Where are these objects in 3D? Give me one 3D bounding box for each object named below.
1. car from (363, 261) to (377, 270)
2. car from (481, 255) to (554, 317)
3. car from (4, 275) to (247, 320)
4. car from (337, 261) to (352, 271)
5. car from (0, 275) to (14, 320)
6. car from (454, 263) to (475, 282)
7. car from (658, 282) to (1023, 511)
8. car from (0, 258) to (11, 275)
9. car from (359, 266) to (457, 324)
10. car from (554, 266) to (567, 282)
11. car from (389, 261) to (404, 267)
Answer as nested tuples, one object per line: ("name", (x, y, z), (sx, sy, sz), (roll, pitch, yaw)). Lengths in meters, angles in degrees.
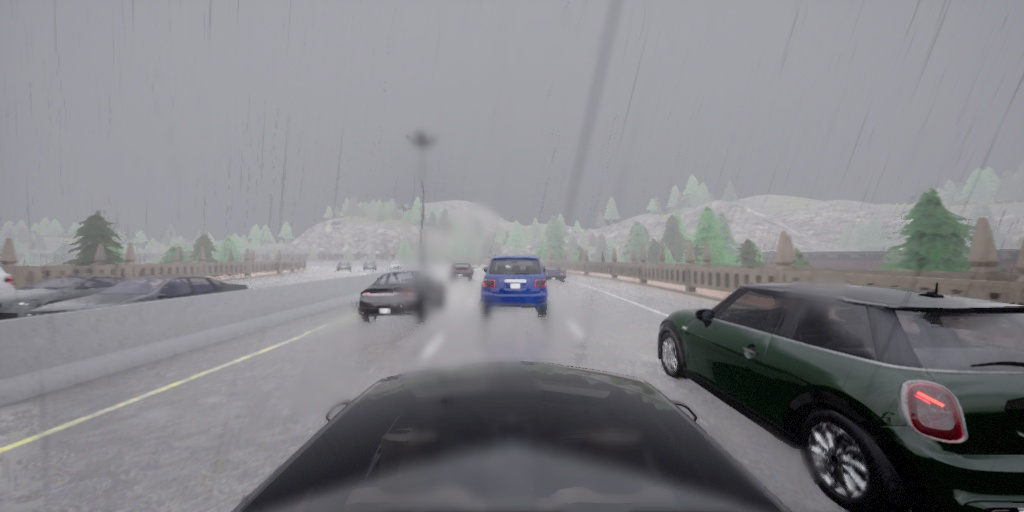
("car", (-21.033, 1.459, 53.212), (2.128, 1.511, 4.902), (0, 0, -22))
("car", (0.098, 0.996, 13.353), (2.150, 2.045, 5.566), (0, 0, 0))
("car", (-10.606, 1.316, 10.926), (2.033, 1.411, 5.357), (0, 0, 0))
("car", (-24.453, 1.463, 52.384), (2.128, 1.511, 4.902), (0, 0, -22))
("car", (-14.130, 1.335, 11.622), (1.994, 1.385, 4.181), (0, 0, 0))
("car", (-4.183, 1.331, 30.221), (1.837, 1.490, 4.892), (0, 0, -6))
("car", (3.599, 1.106, 4.458), (2.097, 1.767, 4.553), (0, 0, 0))
("car", (-17.607, 0.987, 9.555), (2.150, 2.045, 5.566), (0, 0, 0))
("car", (-3.402, 1.263, 12.009), (2.128, 1.511, 4.902), (0, 0, 0))
("car", (2.973, 1.420, 29.151), (1.895, 1.301, 4.718), (0, 0, -6))
("car", (-16.292, 1.464, 50.617), (1.812, 1.442, 4.674), (0, 0, -20))
